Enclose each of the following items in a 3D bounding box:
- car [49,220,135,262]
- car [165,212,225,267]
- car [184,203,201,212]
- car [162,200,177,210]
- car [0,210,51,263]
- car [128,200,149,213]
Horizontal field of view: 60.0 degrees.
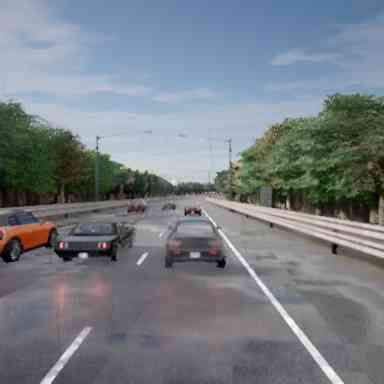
[{"bbox_3d":[-3.410,1.727,12.685,1.895,1.301,4.718,0,-1,0],"label":"car"},{"bbox_3d":[0.090,1.642,11.740,1.812,1.442,4.674,0,0,0],"label":"car"},{"bbox_3d":[0.078,1.984,38.859,1.895,1.301,4.718,0,-1,0],"label":"car"},{"bbox_3d":[-3.429,2.033,51.590,1.812,1.442,4.674,0,0,0],"label":"car"},{"bbox_3d":[-6.911,1.477,12.706,2.097,1.767,4.553,0,-1,0],"label":"car"},{"bbox_3d":[-6.925,1.776,43.239,2.097,1.767,4.553,0,-1,0],"label":"car"}]
